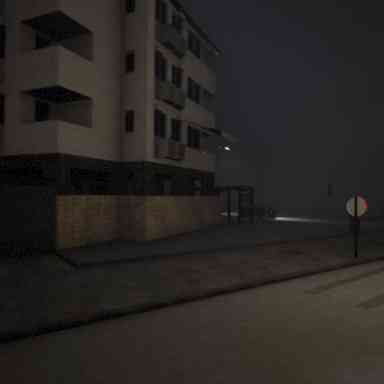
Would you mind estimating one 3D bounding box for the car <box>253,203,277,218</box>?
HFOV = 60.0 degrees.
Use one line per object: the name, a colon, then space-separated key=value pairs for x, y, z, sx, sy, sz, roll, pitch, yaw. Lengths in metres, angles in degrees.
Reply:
car: x=6.604 y=1.847 z=33.885 sx=1.994 sy=1.385 sz=4.181 roll=1 pitch=0 yaw=-35
